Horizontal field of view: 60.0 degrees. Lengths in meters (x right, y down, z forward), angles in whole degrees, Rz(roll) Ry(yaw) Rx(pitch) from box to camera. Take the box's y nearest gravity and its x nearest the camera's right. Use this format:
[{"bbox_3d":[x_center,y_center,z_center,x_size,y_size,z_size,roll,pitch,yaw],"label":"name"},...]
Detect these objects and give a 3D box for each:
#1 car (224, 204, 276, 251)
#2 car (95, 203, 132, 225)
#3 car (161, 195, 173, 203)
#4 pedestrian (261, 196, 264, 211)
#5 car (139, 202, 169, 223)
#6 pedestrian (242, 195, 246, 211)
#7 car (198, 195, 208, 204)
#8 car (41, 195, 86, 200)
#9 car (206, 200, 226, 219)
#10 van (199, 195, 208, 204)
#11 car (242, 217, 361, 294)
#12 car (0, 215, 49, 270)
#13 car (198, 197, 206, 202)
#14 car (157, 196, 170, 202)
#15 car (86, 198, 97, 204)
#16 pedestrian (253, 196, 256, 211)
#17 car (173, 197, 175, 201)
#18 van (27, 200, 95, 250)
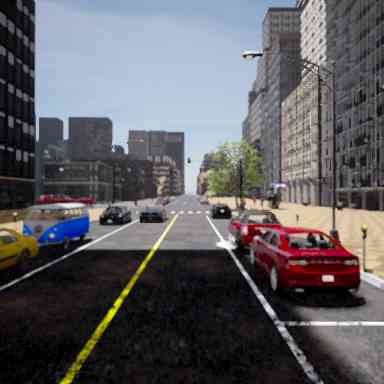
[{"bbox_3d":[2.670,1.501,14.326,1.967,1.590,4.097,0,0,0],"label":"car"},{"bbox_3d":[-5.728,1.675,25.390,1.947,1.339,4.313,0,0,0],"label":"car"},{"bbox_3d":[-5.798,1.609,68.957,2.192,1.841,5.009,0,0,0],"label":"car"},{"bbox_3d":[8.072,1.330,38.525,0.375,1.860,0.375,0,-1,0],"label":"pedestrian"},{"bbox_3d":[-3.123,1.717,27.141,1.895,1.301,4.718,0,0,0],"label":"car"},{"bbox_3d":[6.072,1.307,39.122,0.375,1.860,0.375,0,-1,0],"label":"pedestrian"},{"bbox_3d":[2.581,1.819,69.142,1.752,1.417,4.829,0,0,0],"label":"car"},{"bbox_3d":[-17.220,1.288,44.017,5.009,1.841,2.192,1,-1,-1],"label":"car"},{"bbox_3d":[2.643,1.697,30.943,1.947,1.339,4.313,0,0,0],"label":"car"},{"bbox_3d":[2.574,1.658,74.524,1.690,1.788,3.998,0,0,0],"label":"van"},{"bbox_3d":[2.678,1.582,8.786,1.887,1.381,4.507,0,0,0],"label":"car"},{"bbox_3d":[-5.701,1.563,8.603,1.752,1.417,4.829,0,0,0],"label":"car"},{"bbox_3d":[2.554,1.916,85.625,2.008,1.369,4.403,0,0,0],"label":"car"},{"bbox_3d":[-5.790,1.852,63.405,1.802,1.307,4.206,0,0,0],"label":"car"},{"bbox_3d":[-17.354,1.594,52.390,4.507,1.381,1.887,1,-1,-1],"label":"car"},{"bbox_3d":[7.073,1.311,37.924,0.375,1.860,0.375,0,-1,0],"label":"pedestrian"},{"bbox_3d":[-5.817,1.892,80.058,2.008,1.369,4.403,0,0,0],"label":"car"},{"bbox_3d":[-5.709,1.403,14.313,1.690,1.788,3.998,0,0,0],"label":"van"}]
